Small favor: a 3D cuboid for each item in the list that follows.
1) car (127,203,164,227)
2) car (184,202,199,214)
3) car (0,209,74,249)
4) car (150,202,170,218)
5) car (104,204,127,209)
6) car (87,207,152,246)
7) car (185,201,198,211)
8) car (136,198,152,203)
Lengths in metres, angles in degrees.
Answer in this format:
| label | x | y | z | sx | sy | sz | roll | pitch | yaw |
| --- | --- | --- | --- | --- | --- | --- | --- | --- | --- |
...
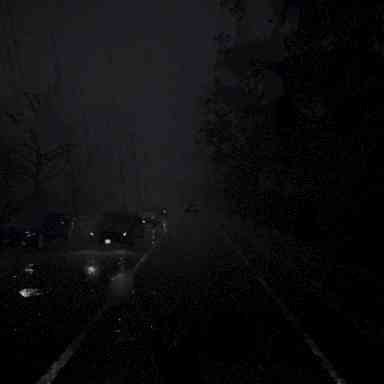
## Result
| label | x | y | z | sx | sy | sz | roll | pitch | yaw |
| --- | --- | --- | --- | --- | --- | --- | --- | --- | --- |
| car | -3.409 | 1.801 | 25.268 | 1.812 | 1.442 | 4.674 | 0 | -1 | 0 |
| car | -0.015 | 2.179 | 45.263 | 1.994 | 1.385 | 4.181 | 0 | -1 | -1 |
| car | -7.005 | 1.576 | 15.069 | 1.882 | 1.535 | 5.008 | 0 | 0 | 0 |
| car | -3.442 | 2.046 | 35.339 | 1.895 | 1.301 | 4.718 | 0 | -1 | 0 |
| car | -6.974 | 1.841 | 30.914 | 1.882 | 1.535 | 5.008 | 0 | -1 | 0 |
| car | -3.414 | 1.671 | 16.157 | 2.033 | 1.411 | 5.357 | 0 | -1 | 0 |
| car | -0.126 | 2.278 | 55.136 | 1.994 | 1.385 | 4.181 | 0 | 0 | -1 |
| car | -7.056 | 1.864 | 49.431 | 2.150 | 2.045 | 5.566 | 0 | -1 | -1 |
